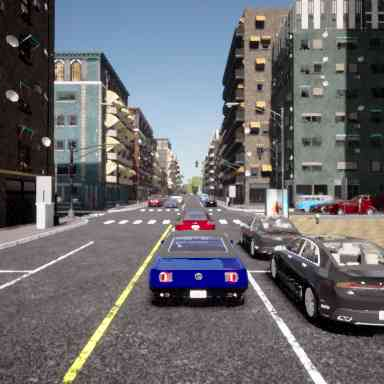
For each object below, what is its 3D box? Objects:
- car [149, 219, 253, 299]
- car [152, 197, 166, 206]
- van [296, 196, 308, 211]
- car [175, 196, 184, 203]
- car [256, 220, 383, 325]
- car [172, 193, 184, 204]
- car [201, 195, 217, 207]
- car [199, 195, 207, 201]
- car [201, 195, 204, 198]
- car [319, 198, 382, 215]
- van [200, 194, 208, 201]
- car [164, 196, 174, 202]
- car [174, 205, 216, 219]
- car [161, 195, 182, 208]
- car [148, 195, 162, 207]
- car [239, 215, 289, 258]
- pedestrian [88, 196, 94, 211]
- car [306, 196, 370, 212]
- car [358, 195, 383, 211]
[{"bbox_3d":[0.127,1.603,8.386,1.895,1.301,4.718,0,0,0],"label":"car"},{"bbox_3d":[-5.492,1.566,56.400,1.887,1.381,4.507,1,0,0],"label":"car"},{"bbox_3d":[13.888,1.296,37.544,3.998,1.788,1.690,0,0,1],"label":"van"},{"bbox_3d":[-2.755,1.582,73.873,1.994,1.385,4.181,0,0,0],"label":"car"},{"bbox_3d":[2.854,1.553,6.998,2.008,1.369,4.403,1,0,0],"label":"car"},{"bbox_3d":[-2.862,1.246,61.546,2.150,2.045,5.566,0,0,1],"label":"car"},{"bbox_3d":[2.869,1.585,50.761,1.947,1.339,4.313,1,0,0],"label":"car"},{"bbox_3d":[2.999,1.582,89.758,1.887,1.381,4.507,1,0,0],"label":"car"},{"bbox_3d":[2.888,1.603,56.332,1.802,1.307,4.206,1,0,0],"label":"car"},{"bbox_3d":[13.800,1.413,29.163,4.206,1.307,1.802,0,0,1],"label":"car"},{"bbox_3d":[2.965,1.373,78.618,1.690,1.788,3.998,1,0,0],"label":"van"},{"bbox_3d":[-5.418,1.597,78.684,1.947,1.339,4.313,1,0,0],"label":"car"},{"bbox_3d":[0.152,1.570,17.249,1.994,1.385,4.181,0,0,0],"label":"car"},{"bbox_3d":[-2.940,1.565,48.751,2.033,1.411,5.357,0,0,1],"label":"car"},{"bbox_3d":[-5.507,1.334,50.829,2.192,1.841,5.009,1,0,0],"label":"car"},{"bbox_3d":[2.872,1.555,12.568,2.008,1.369,4.403,1,0,0],"label":"car"},{"bbox_3d":[-12.393,1.347,40.777,0.375,1.860,0.375,0,0,1],"label":"pedestrian"},{"bbox_3d":[15.240,1.454,34.946,5.357,1.411,2.033,0,-1,1],"label":"car"},{"bbox_3d":[19.415,1.228,37.487,5.009,1.841,2.192,0,0,1],"label":"car"}]
